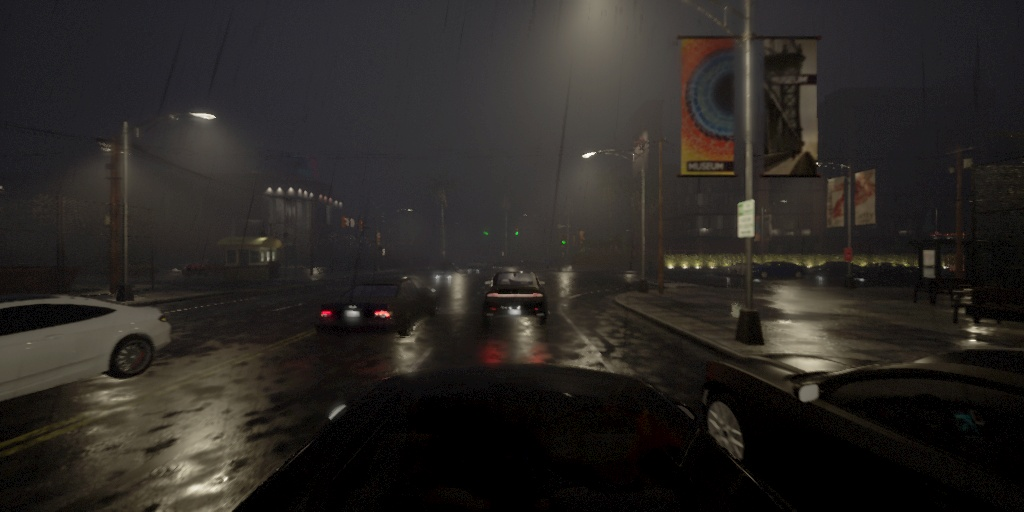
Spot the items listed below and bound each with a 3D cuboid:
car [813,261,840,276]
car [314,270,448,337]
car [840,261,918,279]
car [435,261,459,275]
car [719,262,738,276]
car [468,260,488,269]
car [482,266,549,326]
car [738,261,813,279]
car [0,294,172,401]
[{"bbox_3d":[32.364,1.272,36.010,4.674,1.442,1.812,0,0,0],"label":"car"},{"bbox_3d":[-3.407,1.297,10.227,2.033,1.411,5.357,0,0,0],"label":"car"},{"bbox_3d":[33.589,1.294,32.521,5.357,1.411,2.033,0,0,0],"label":"car"},{"bbox_3d":[-7.038,1.296,39.097,2.033,1.411,5.357,0,0,1],"label":"car"},{"bbox_3d":[23.258,1.273,35.929,4.674,1.442,1.812,0,0,-1],"label":"car"},{"bbox_3d":[-5.420,1.348,57.172,1.895,1.301,4.718,0,0,16],"label":"car"},{"bbox_3d":[0.095,1.241,11.685,2.128,1.511,4.902,0,0,0],"label":"car"},{"bbox_3d":[23.763,1.225,32.452,5.008,1.535,1.882,0,0,0],"label":"car"},{"bbox_3d":[-7.100,1.276,4.607,1.812,1.442,4.674,0,0,0],"label":"car"}]
